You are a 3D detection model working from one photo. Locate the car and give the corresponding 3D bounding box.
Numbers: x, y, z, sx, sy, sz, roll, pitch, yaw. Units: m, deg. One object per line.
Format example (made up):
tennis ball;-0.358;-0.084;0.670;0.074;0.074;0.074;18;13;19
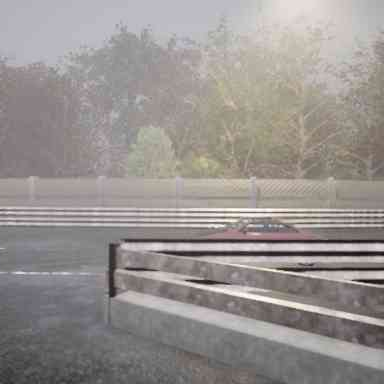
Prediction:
car;1.956;1.517;10.691;4.181;1.385;1.994;0;0;-1
